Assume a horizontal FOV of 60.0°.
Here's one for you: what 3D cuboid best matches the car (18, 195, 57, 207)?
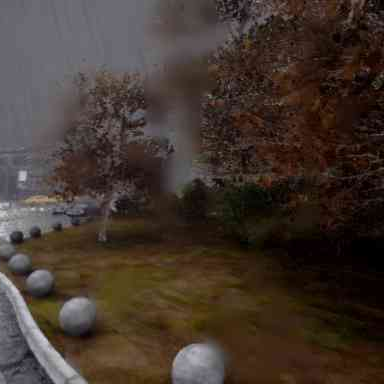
[{"bbox_3d":[-21.924,1.178,46.847,1.946,1.575,5.366,0,2,16],"label":"car"}]

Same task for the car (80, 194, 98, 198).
[{"bbox_3d":[-18.952,0.779,57.480,1.946,1.575,5.366,0,2,16],"label":"car"}]

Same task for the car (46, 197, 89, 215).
[{"bbox_3d":[-12.637,1.610,34.420,1.994,1.385,4.181,0,2,10],"label":"car"}]

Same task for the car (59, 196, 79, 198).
[{"bbox_3d":[-20.434,0.977,52.161,1.946,1.575,5.366,0,2,16],"label":"car"}]

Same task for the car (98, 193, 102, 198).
[{"bbox_3d":[-17.395,0.322,63.063,2.435,2.045,5.566,0,2,16],"label":"car"}]

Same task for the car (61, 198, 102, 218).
[{"bbox_3d":[-9.899,1.666,31.765,2.033,1.411,5.357,0,2,9],"label":"car"}]

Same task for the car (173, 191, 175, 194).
[{"bbox_3d":[-2.482,0.509,60.529,1.882,1.535,5.008,0,2,16],"label":"car"}]
